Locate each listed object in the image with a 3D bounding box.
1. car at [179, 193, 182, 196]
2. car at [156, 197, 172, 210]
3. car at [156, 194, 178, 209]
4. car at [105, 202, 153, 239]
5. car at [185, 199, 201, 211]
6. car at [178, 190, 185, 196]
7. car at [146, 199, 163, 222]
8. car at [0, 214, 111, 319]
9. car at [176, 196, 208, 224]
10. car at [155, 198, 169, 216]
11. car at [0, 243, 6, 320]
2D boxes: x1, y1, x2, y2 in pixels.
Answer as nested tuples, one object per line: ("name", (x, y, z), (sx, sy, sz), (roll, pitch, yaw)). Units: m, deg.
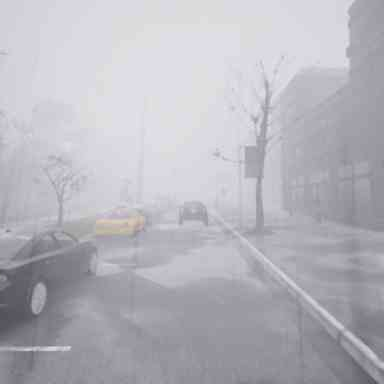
("car", (-3.653, 1.546, 68.695), (1.946, 1.575, 5.366), (0, 1, 2))
("car", (-3.656, 1.562, 35.236), (2.097, 1.535, 5.008), (0, 0, 2))
("car", (-3.656, 1.301, 44.190), (2.435, 2.045, 5.566), (0, 0, 2))
("car", (-3.646, 1.531, 17.757), (1.946, 1.575, 5.366), (0, 0, 2))
("car", (0.094, 1.635, 43.014), (1.994, 1.385, 4.181), (0, 0, 0))
("car", (-3.640, 1.185, 88.089), (2.185, 1.767, 4.553), (2, 2, 2))
("car", (-3.655, 1.560, 24.139), (2.097, 1.535, 5.008), (0, 0, 2))
("car", (-3.653, 1.513, 7.505), (2.097, 1.535, 5.008), (0, 0, 2))
("car", (0.097, 1.400, 25.396), (2.097, 1.767, 4.553), (0, 0, 0))
("car", (-3.655, 1.572, 29.695), (2.231, 1.521, 4.892), (0, -1, 2))
("car", (-3.652, 1.492, 1.957), (2.097, 1.535, 5.008), (0, 0, 2))
